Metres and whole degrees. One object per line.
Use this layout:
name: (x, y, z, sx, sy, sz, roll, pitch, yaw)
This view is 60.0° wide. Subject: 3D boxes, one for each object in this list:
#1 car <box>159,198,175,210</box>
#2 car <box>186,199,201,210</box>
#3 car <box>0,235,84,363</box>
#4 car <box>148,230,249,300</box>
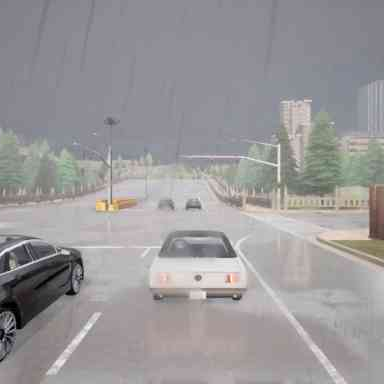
car: (-3.304, 1.505, 43.734, 1.837, 1.490, 4.892, 0, 0, 0)
car: (0.198, 1.564, 43.911, 1.994, 1.385, 4.181, 0, 0, 0)
car: (-3.387, 1.492, 5.777, 2.128, 1.511, 4.902, 0, 0, 0)
car: (0.117, 1.601, 8.311, 1.895, 1.301, 4.718, 0, 0, 0)
